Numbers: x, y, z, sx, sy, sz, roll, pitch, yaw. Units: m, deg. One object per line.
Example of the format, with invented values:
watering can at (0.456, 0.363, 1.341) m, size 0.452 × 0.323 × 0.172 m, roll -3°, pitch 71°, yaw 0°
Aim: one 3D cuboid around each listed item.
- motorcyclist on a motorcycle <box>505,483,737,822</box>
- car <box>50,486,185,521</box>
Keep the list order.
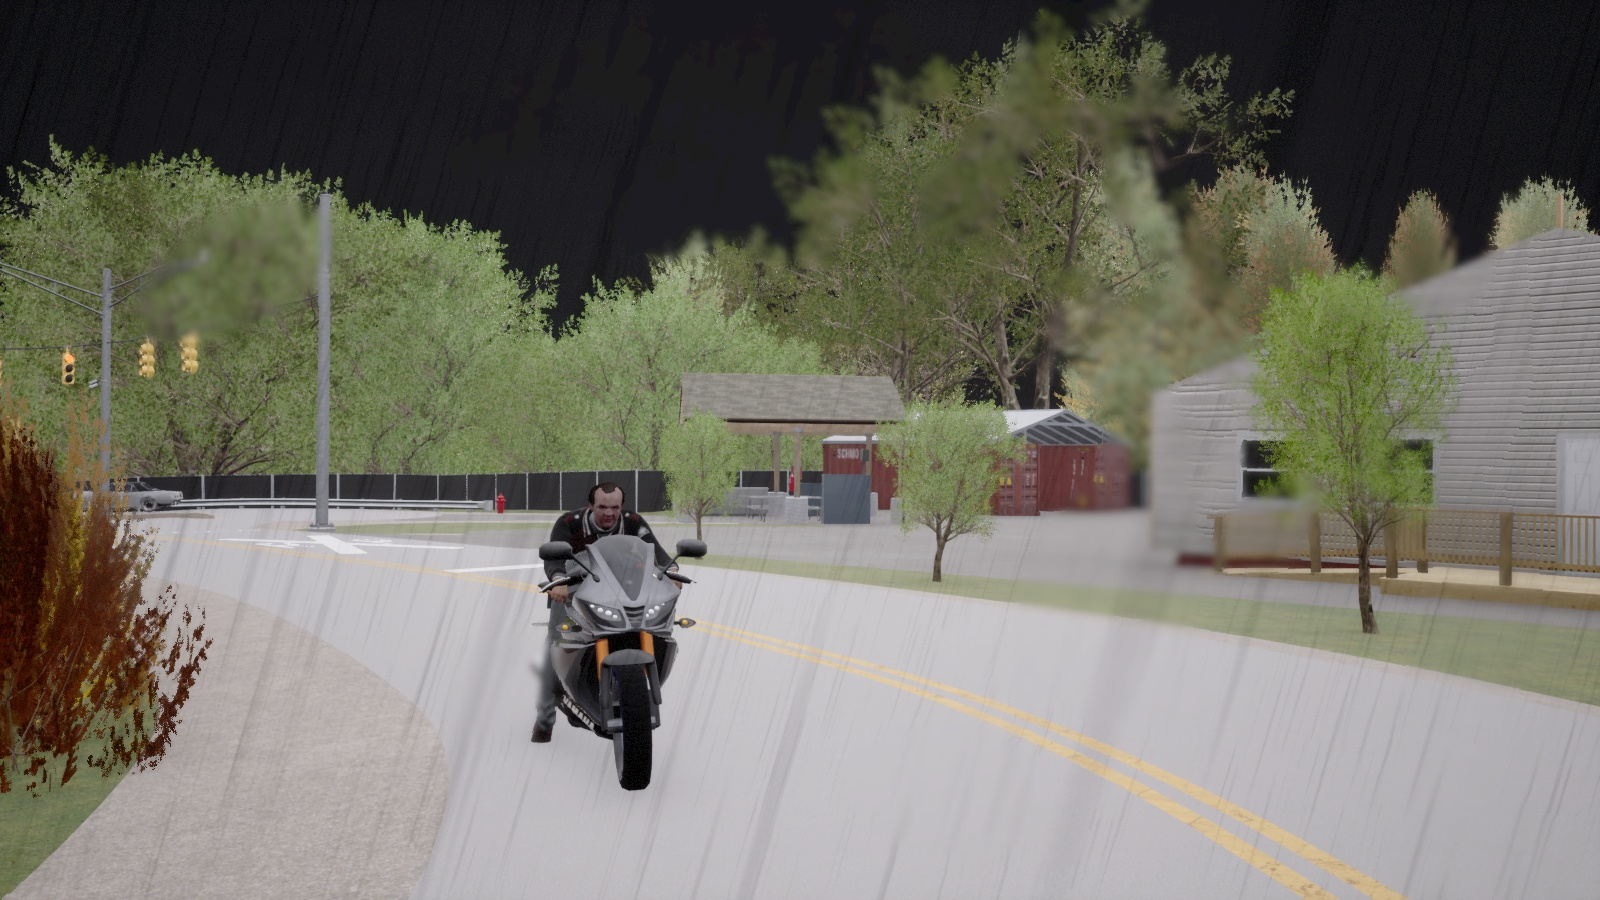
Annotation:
motorcyclist on a motorcycle at (-1.077, 0.965, 6.969) m, size 0.866 × 1.530 × 2.191 m, roll 0°, pitch -1°, yaw -19°
car at (-28.877, 2.247, 53.311) m, size 4.718 × 1.301 × 1.895 m, roll -1°, pitch -1°, yaw -16°
